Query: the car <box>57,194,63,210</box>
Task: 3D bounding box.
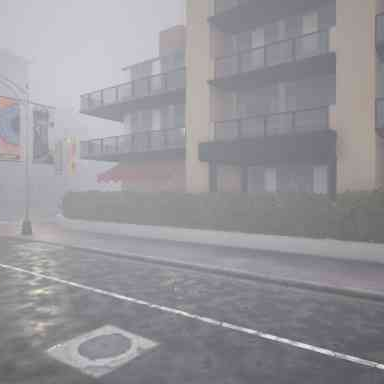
[{"bbox_3d":[-12.969,1.221,38.866,2.150,2.045,5.566,0,0,35],"label":"car"}]
